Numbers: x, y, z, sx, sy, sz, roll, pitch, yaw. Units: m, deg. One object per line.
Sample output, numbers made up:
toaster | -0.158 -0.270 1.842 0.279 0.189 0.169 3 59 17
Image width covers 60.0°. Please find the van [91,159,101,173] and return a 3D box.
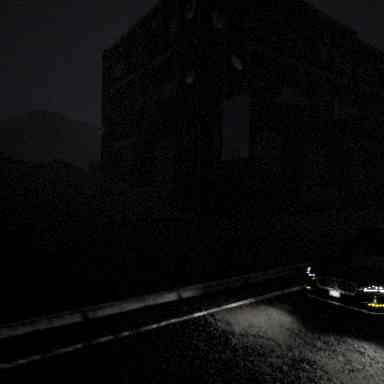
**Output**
van | -9.241 -2.532 37.085 1.878 1.987 4.442 0 -2 39

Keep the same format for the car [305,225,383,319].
car | 4.441 1.502 7.158 4.892 1.490 1.837 0 0 -35

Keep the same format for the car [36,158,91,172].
car | -12.827 -2.499 32.683 2.002 1.452 4.674 0 -2 40

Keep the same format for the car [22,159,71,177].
car | -15.048 -2.467 34.624 1.994 1.385 4.181 0 -2 39

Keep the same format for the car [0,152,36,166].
car | -16.387 -2.703 28.440 2.002 1.452 4.674 0 -2 41
